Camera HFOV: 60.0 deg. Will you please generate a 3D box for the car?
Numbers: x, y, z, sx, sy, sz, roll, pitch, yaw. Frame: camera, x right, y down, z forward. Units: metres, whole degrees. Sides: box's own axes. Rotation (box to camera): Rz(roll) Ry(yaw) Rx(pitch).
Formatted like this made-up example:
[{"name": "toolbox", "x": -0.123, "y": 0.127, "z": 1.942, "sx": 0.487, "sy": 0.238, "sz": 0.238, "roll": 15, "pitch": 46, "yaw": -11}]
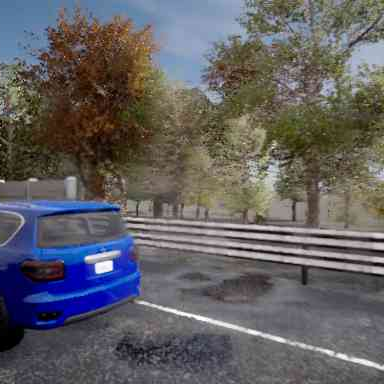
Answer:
[{"name": "car", "x": -3.465, "y": 1.178, "z": 6.356, "sx": 5.566, "sy": 2.045, "sz": 2.150, "roll": 0, "pitch": 0, "yaw": 35}]
